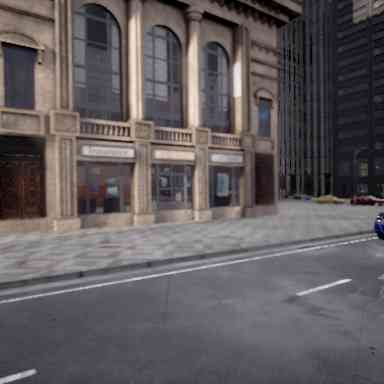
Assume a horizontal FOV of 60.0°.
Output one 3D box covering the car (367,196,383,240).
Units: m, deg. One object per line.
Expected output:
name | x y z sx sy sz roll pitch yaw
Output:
car | 10.631 1.137 15.242 5.566 2.045 2.150 0 0 -35

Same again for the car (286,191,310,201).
car | 20.519 0.925 62.931 1.947 1.339 4.313 -1 1 -36

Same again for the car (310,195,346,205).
car | 20.283 1.123 48.684 1.752 1.417 4.829 -1 1 -36

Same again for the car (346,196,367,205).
car | 23.474 1.185 44.261 1.887 1.381 4.507 -1 1 -36

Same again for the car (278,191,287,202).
car | 13.603 1.047 57.946 1.887 1.381 4.507 -1 1 -36
